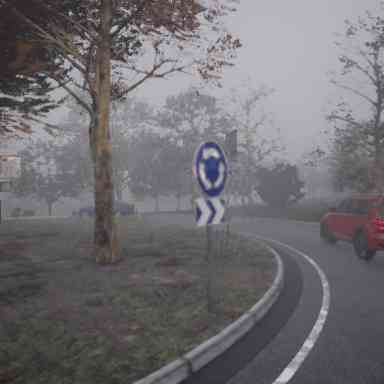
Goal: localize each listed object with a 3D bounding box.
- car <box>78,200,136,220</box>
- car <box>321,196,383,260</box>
[{"bbox_3d":[-7.385,1.506,28.791,5.008,1.535,1.882,-2,-1,12],"label":"car"},{"bbox_3d":[6.556,1.148,12.149,2.150,2.045,5.566,0,0,4],"label":"car"}]
